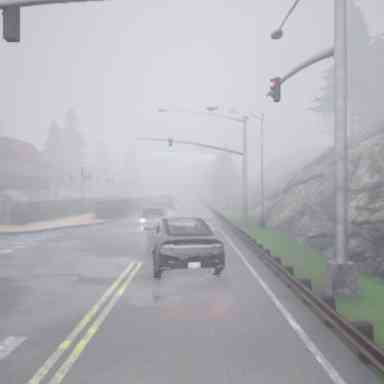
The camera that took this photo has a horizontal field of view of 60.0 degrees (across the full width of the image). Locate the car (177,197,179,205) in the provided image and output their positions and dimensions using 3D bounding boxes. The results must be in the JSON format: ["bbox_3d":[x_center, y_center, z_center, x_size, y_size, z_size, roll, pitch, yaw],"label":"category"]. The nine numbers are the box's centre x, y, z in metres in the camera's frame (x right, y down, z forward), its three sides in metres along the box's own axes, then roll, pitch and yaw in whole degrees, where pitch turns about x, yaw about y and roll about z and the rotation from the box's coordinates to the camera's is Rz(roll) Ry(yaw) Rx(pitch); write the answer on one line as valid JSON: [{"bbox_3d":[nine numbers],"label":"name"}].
[{"bbox_3d":[-3.514,1.481,62.964,2.097,1.767,4.553,0,0,0],"label":"car"}]

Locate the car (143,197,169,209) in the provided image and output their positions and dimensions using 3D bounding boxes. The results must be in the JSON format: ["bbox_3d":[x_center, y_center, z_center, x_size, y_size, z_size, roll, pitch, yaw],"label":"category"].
[{"bbox_3d":[-3.595,1.545,32.255,1.882,1.535,5.008,0,0,0],"label":"car"}]

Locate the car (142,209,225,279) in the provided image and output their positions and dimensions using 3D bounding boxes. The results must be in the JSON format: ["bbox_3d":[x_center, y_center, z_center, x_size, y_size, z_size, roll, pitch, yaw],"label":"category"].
[{"bbox_3d":[-0.398,1.513,10.239,2.128,1.511,4.902,0,0,-11],"label":"car"}]

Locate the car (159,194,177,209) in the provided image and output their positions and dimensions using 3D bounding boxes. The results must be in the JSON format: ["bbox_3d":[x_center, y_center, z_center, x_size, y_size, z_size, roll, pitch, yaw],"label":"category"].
[{"bbox_3d":[-3.583,1.318,45.207,2.150,2.045,5.566,0,0,0],"label":"car"}]
